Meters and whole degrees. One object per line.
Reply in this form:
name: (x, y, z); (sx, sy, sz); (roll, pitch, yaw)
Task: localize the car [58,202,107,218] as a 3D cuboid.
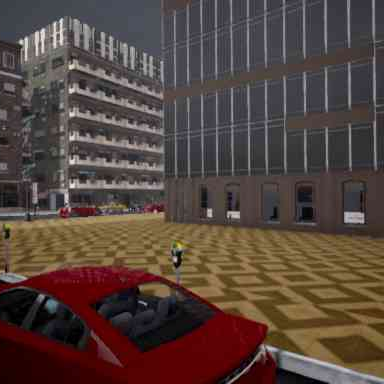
car: (-10.919, 1.754, 32.966); (1.967, 1.590, 4.097); (-2, -2, 35)

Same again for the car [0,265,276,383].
car: (-1.329, 1.544, 3.832); (4.507, 1.381, 1.887); (0, -1, 36)

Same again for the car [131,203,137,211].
car: (-7.987, 2.226, 51.607); (1.947, 1.339, 4.313); (-2, -2, 35)

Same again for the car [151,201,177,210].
car: (-4.742, 2.293, 56.231); (1.887, 1.381, 4.507); (-2, -2, 35)

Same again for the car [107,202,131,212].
car: (-11.331, 2.094, 46.844); (1.752, 1.417, 4.829); (-2, -2, 35)

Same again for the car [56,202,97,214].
car: (-14.577, 2.006, 42.221); (1.752, 1.417, 4.829); (-2, -2, 35)

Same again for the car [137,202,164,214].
car: (-4.426, 2.035, 42.211); (1.887, 1.381, 4.507); (-2, -2, 35)
